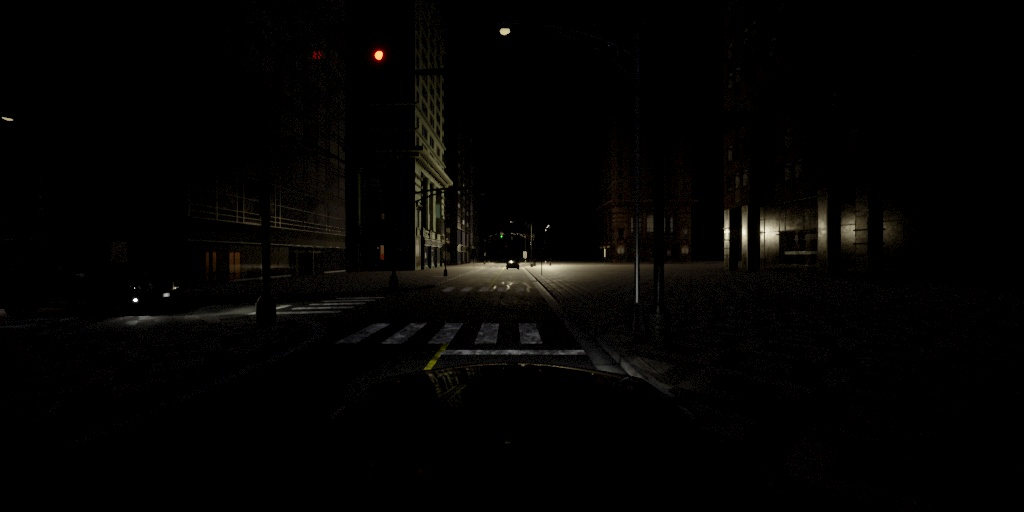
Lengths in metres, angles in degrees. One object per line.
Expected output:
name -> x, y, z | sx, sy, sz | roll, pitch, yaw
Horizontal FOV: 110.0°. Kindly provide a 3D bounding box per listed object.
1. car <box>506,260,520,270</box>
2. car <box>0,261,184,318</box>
car -> 0.117, 1.325, 53.436 | 1.994, 1.385, 4.181 | 0, 0, 0
car -> -16.103, 1.192, 13.818 | 5.566, 2.045, 2.150 | -1, 0, 0
